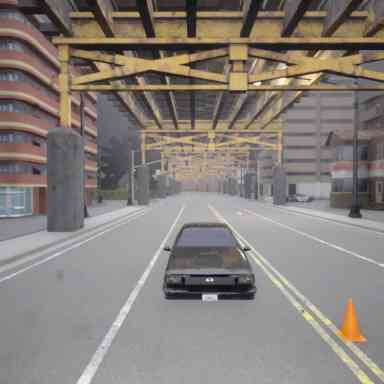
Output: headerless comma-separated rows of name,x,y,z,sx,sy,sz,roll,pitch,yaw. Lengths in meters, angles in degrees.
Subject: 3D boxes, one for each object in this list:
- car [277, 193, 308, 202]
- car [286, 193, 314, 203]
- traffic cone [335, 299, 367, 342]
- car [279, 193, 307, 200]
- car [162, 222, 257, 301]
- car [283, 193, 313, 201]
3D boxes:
car,17.807,0.957,59.020,4.974,1.542,2.038,0,1,25
car,17.459,1.005,54.864,4.974,1.542,2.038,0,1,-20
traffic cone,2.453,1.949,5.141,0.340,0.580,0.340,0,0,0
car,17.854,0.800,58.997,4.536,1.218,1.853,0,1,25
car,0.361,1.533,8.748,2.033,1.411,5.357,0,0,1
car,17.508,0.847,54.880,4.536,1.218,1.853,0,1,-20
